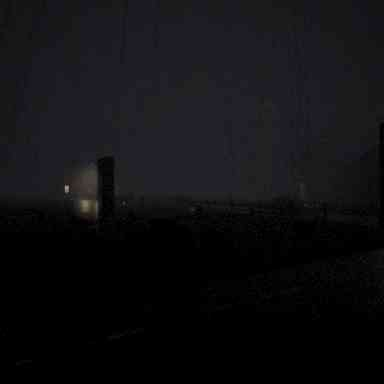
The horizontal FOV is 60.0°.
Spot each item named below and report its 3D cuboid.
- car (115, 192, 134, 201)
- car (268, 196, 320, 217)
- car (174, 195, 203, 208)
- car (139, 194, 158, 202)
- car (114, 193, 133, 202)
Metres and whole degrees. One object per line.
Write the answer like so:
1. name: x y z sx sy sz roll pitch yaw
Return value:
1. car: -13.464 0.890 66.055 1.882 1.535 5.008 -1 1 -36
2. car: 9.074 1.196 29.752 2.097 1.767 4.553 0 1 -36
3. car: -0.560 1.194 43.174 1.837 1.490 4.892 -1 1 -36
4. car: -7.637 1.037 57.998 1.812 1.442 4.674 -1 1 -35
5. car: -12.714 1.031 60.289 2.033 1.411 5.357 -1 1 -36
